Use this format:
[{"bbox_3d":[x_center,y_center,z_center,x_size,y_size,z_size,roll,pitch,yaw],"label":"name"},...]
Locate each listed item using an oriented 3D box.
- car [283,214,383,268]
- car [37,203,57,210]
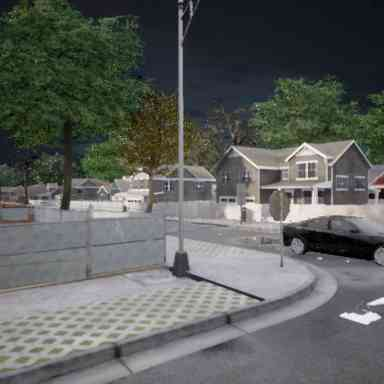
[{"bbox_3d":[5.533,1.587,11.760,1.882,1.535,5.008,0,-1,-36],"label":"car"},{"bbox_3d":[-21.088,2.363,48.294,2.033,1.411,5.357,0,-1,-36],"label":"car"}]
